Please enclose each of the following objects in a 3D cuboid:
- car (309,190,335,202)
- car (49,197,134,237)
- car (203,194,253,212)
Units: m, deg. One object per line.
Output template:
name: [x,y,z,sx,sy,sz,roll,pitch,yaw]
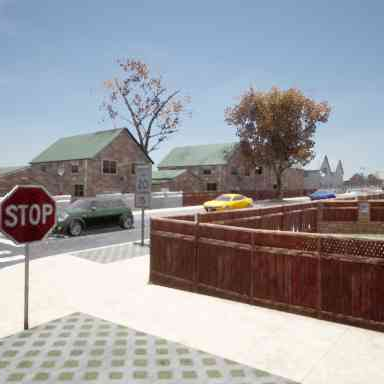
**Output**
car: [16.378,0.491,41.744,1.882,1.535,5.008,1,2,41]
car: [-5.146,1.080,16.641,2.097,1.767,4.553,1,2,39]
car: [2.896,0.932,26.125,1.882,1.535,5.008,1,3,40]
